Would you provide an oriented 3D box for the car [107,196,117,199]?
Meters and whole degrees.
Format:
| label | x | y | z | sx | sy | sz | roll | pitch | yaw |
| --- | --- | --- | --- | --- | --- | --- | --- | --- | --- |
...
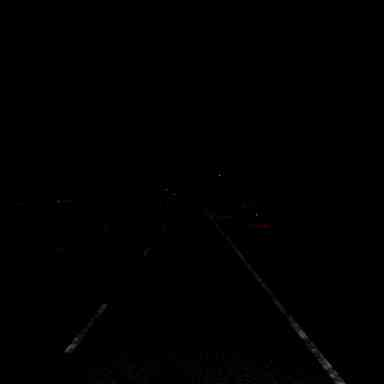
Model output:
| label | x | y | z | sx | sy | sz | roll | pitch | yaw |
| --- | --- | --- | --- | --- | --- | --- | --- | --- | --- |
| car | -17.499 | 1.818 | 71.241 | 1.994 | 1.385 | 4.181 | 0 | 0 | 0 |

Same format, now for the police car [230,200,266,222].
| label | x | y | z | sx | sy | sz | roll | pitch | yaw |
| --- | --- | --- | --- | --- | --- | --- | --- | --- | --- |
| police car | 4.574 | 1.522 | 27.851 | 1.930 | 1.638 | 5.238 | 0 | 0 | -8 |

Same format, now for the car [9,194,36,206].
| label | x | y | z | sx | sy | sz | roll | pitch | yaw |
| --- | --- | --- | --- | --- | --- | --- | --- | --- | --- |
| car | -28.029 | 1.424 | 55.331 | 2.150 | 2.045 | 5.566 | 0 | 0 | 1 |

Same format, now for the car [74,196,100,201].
| label | x | y | z | sx | sy | sz | roll | pitch | yaw |
| --- | --- | --- | --- | --- | --- | --- | --- | --- | --- |
| car | -17.549 | 1.806 | 55.714 | 1.895 | 1.301 | 4.718 | 0 | 0 | 1 |

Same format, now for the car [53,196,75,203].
| label | x | y | z | sx | sy | sz | roll | pitch | yaw |
| --- | --- | --- | --- | --- | --- | --- | --- | --- | --- |
| car | -21.040 | 1.559 | 56.211 | 2.097 | 1.767 | 4.553 | 0 | 0 | 1 |

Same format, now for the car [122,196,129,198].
| label | x | y | z | sx | sy | sz | roll | pitch | yaw |
| --- | --- | --- | --- | --- | --- | --- | --- | --- | --- |
| car | -17.498 | 1.827 | 87.117 | 1.837 | 1.490 | 4.892 | 0 | 0 | 0 |

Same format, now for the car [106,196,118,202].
| label | x | y | z | sx | sy | sz | roll | pitch | yaw |
| --- | --- | --- | --- | --- | --- | --- | --- | --- | --- |
| car | -20.998 | 1.805 | 87.547 | 1.882 | 1.535 | 5.008 | 0 | 0 | 0 |
